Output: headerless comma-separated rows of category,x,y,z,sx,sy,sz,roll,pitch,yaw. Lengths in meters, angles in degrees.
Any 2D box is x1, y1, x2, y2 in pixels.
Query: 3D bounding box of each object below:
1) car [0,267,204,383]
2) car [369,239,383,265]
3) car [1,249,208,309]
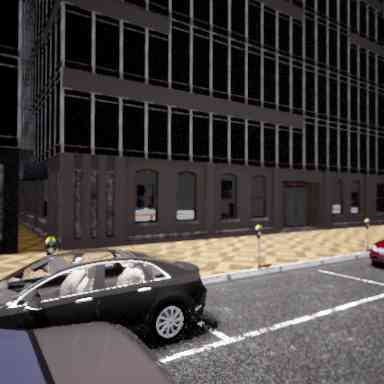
car,-2.552,1.560,1.537,5.357,1.411,2.033,1,-1,-33
car,7.766,1.776,11.226,4.206,1.307,1.802,1,-1,-33
car,-1.818,1.617,5.084,4.403,1.369,2.008,1,-1,-33
